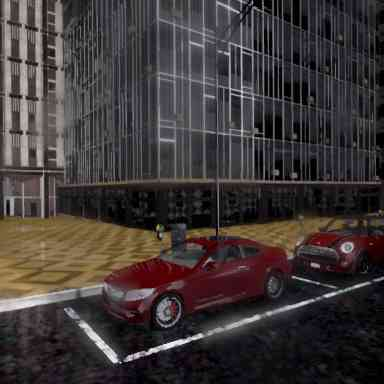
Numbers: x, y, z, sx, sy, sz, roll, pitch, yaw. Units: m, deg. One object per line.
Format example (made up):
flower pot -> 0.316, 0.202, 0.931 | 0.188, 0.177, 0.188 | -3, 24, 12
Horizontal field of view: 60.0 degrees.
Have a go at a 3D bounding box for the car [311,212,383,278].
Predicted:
car -> 4.921, 1.438, 10.080 | 4.097, 1.590, 1.967 | 0, -1, -35

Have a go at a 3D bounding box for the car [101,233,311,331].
car -> 0.294, 1.581, 6.778 | 4.206, 1.307, 1.802 | 0, -1, -35
